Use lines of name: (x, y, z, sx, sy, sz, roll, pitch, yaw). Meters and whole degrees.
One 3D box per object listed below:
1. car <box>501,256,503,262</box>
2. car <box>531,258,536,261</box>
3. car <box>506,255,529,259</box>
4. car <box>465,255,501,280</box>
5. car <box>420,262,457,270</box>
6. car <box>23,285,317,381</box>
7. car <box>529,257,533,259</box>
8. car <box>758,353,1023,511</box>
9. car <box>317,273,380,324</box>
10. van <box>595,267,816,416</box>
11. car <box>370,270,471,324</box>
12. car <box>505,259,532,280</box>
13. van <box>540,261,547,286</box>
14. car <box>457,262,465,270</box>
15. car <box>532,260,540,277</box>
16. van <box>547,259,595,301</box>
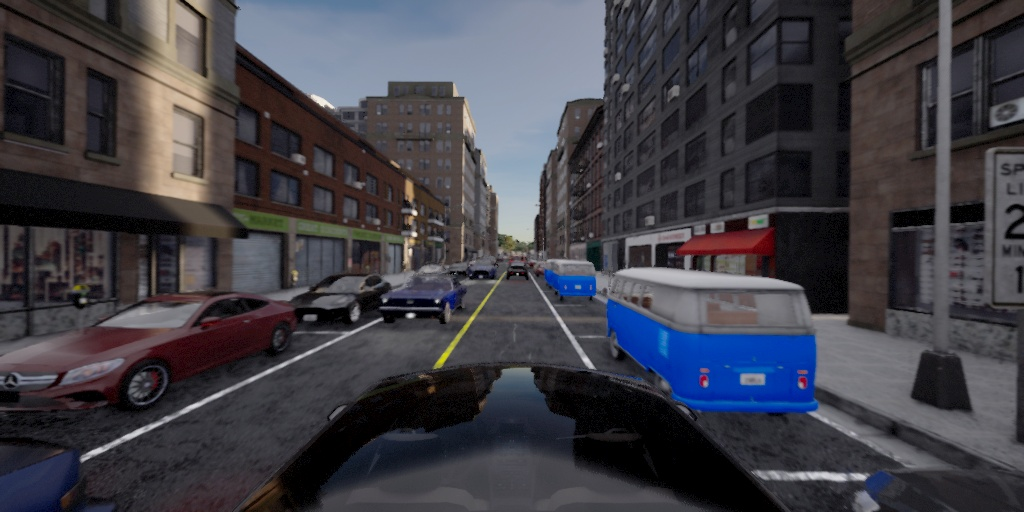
car: (-2.256, 0.646, 35.246, 2.097, 1.767, 4.553, 1, 0, 1)
car: (3.189, 1.258, 40.056, 1.751, 1.417, 4.829, 0, 0, 1)
car: (0.729, 0.917, 46.752, 2.150, 2.045, 5.566, 1, 0, 1)
car: (-2.377, 1.034, 30.196, 2.097, 1.767, 4.553, 1, 0, 1)
car: (-5.095, 1.212, 22.962, 2.007, 1.370, 4.403, 0, 0, 1)
car: (-5.354, 1.265, 5.917, 1.802, 1.307, 4.207, 0, 0, 1)
car: (3.446, 1.254, 56.931, 1.888, 1.381, 4.507, 0, 0, 1)
car: (2.584, 1.333, 0.114, 2.007, 1.370, 4.403, 0, 0, 1)
car: (-5.268, 1.242, 11.599, 1.948, 1.339, 4.313, 0, 0, 1)
van: (2.670, 1.117, 5.795, 1.690, 1.789, 3.998, 0, 0, 1)
car: (-2.717, 1.306, 11.907, 1.895, 1.301, 4.718, 1, 0, 1)
car: (0.482, 1.218, 31.078, 1.837, 1.490, 4.892, 1, 0, 1)
van: (2.928, 1.096, 22.841, 1.690, 1.789, 3.998, 0, 0, 1)
car: (-4.923, 1.212, 34.325, 1.948, 1.339, 4.313, 0, 0, 1)
car: (3.101, 1.322, 34.204, 1.802, 1.307, 4.207, 0, 0, 1)
van: (2.842, 1.103, 17.159, 1.690, 1.789, 3.998, 0, 0, 1)
